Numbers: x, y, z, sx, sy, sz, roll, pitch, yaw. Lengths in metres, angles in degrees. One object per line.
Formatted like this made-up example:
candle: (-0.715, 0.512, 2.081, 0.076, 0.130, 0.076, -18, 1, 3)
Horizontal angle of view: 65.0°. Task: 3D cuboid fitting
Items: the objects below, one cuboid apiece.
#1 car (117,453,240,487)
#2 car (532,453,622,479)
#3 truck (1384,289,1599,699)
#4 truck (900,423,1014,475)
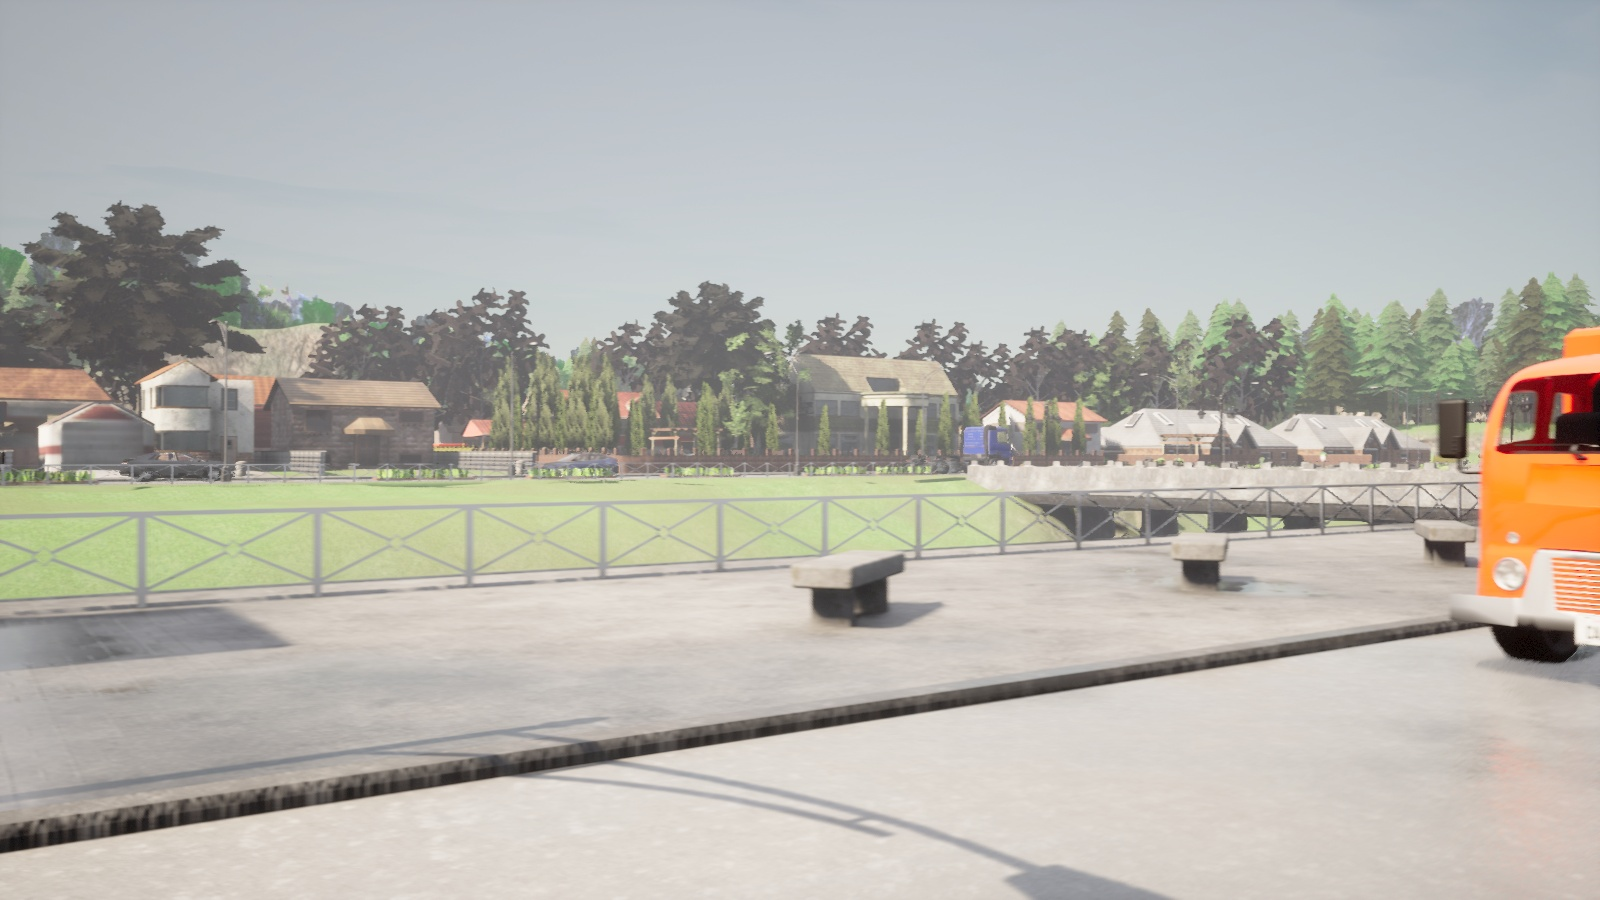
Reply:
car: (-29.224, 0.908, 59.101, 4.902, 1.511, 2.128, 0, 0, -35)
car: (-13.304, 0.957, 75.050, 4.792, 1.488, 2.163, 0, 0, -35)
truck: (6.924, 0.266, 9.090, 5.204, 2.467, 2.627, 0, 0, -35)
truck: (10.934, -0.047, 87.044, 7.936, 3.462, 2.891, 0, 0, -35)
